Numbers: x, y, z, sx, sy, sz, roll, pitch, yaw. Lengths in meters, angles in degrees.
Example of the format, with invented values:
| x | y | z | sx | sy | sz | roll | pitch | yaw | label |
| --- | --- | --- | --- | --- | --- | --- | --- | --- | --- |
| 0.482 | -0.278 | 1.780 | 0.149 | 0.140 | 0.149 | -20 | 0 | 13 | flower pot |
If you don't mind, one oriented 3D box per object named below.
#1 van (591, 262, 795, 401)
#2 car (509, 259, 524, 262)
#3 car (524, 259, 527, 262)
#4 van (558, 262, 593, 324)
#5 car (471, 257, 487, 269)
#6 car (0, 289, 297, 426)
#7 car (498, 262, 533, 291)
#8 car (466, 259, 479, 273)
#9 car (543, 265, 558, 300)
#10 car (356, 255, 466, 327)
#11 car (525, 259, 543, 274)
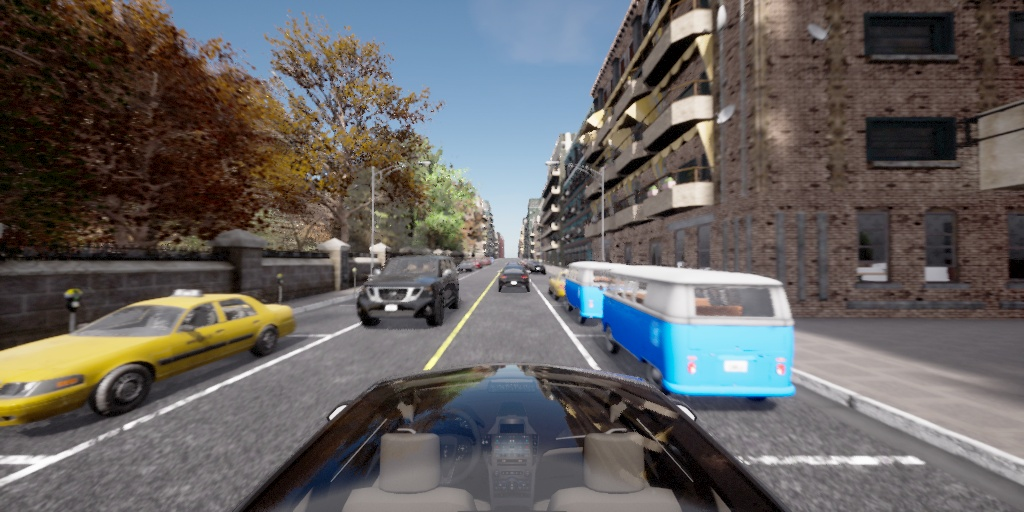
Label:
| x | y | z | sx | sy | sz | roll | pitch | yaw | label |
| --- | --- | --- | --- | --- | --- | --- | --- | --- | --- |
| 2.692 | 1.094 | 6.177 | 1.690 | 1.789 | 3.998 | 0 | 0 | 0 | van |
| 0.125 | 1.342 | 43.449 | 1.994 | 1.385 | 4.181 | 0 | 0 | 0 | car |
| 2.720 | 1.349 | 50.364 | 1.948 | 1.339 | 4.313 | 0 | 0 | 0 | car |
| 2.696 | 1.098 | 11.700 | 1.690 | 1.789 | 3.998 | 0 | 0 | 0 | van |
| -5.657 | 1.102 | 55.893 | 2.192 | 1.841 | 5.009 | 0 | 0 | 0 | car |
| -5.689 | 1.278 | 6.012 | 1.751 | 1.417 | 4.829 | 0 | 0 | 0 | car |
| 0.110 | 1.289 | 21.760 | 1.812 | 1.442 | 4.674 | 0 | 0 | 0 | car |
| -5.664 | 1.345 | 44.846 | 1.948 | 1.339 | 4.313 | 0 | 0 | 0 | car |
| 2.699 | 1.286 | 17.392 | 1.751 | 1.417 | 4.829 | 0 | 0 | 0 | car |
| -3.094 | 0.979 | 11.969 | 2.150 | 2.045 | 5.566 | 0 | 0 | 0 | car |
| 2.713 | 1.341 | 39.316 | 1.948 | 1.339 | 4.313 | 0 | 0 | 0 | car |
